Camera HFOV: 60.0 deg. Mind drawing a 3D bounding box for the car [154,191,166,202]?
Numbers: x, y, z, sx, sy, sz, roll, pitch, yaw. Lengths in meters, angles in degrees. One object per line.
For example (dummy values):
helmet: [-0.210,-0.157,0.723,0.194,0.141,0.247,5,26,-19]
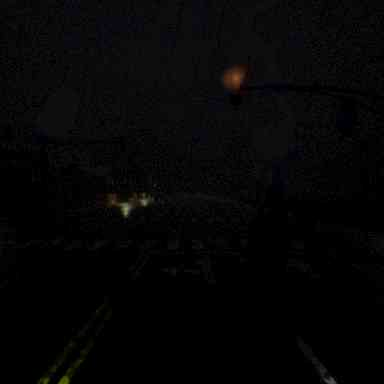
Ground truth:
car: [-6.455,0.909,67.668,2.150,2.045,5.566,0,0,0]
